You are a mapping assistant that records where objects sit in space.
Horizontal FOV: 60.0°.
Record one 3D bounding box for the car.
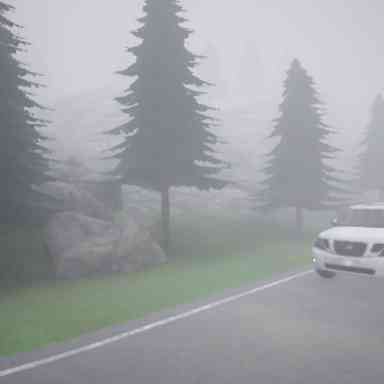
[{"bbox_3d":[5.654,1.337,9.808,5.566,2.045,2.150,0,-2,-44],"label":"car"}]
